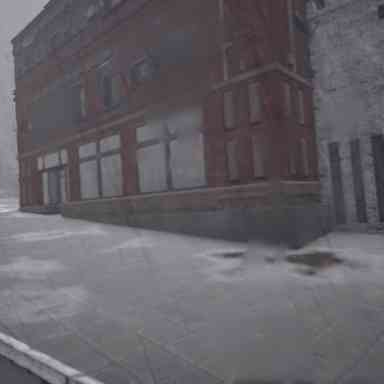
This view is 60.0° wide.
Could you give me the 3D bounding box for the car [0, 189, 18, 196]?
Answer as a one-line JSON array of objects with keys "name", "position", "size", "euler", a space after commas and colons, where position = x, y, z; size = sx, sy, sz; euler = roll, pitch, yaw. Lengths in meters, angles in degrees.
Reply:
[{"name": "car", "position": [-36.663, 0.197, 66.221], "size": [1.837, 1.490, 4.892], "euler": [-5, 3, 8]}]
